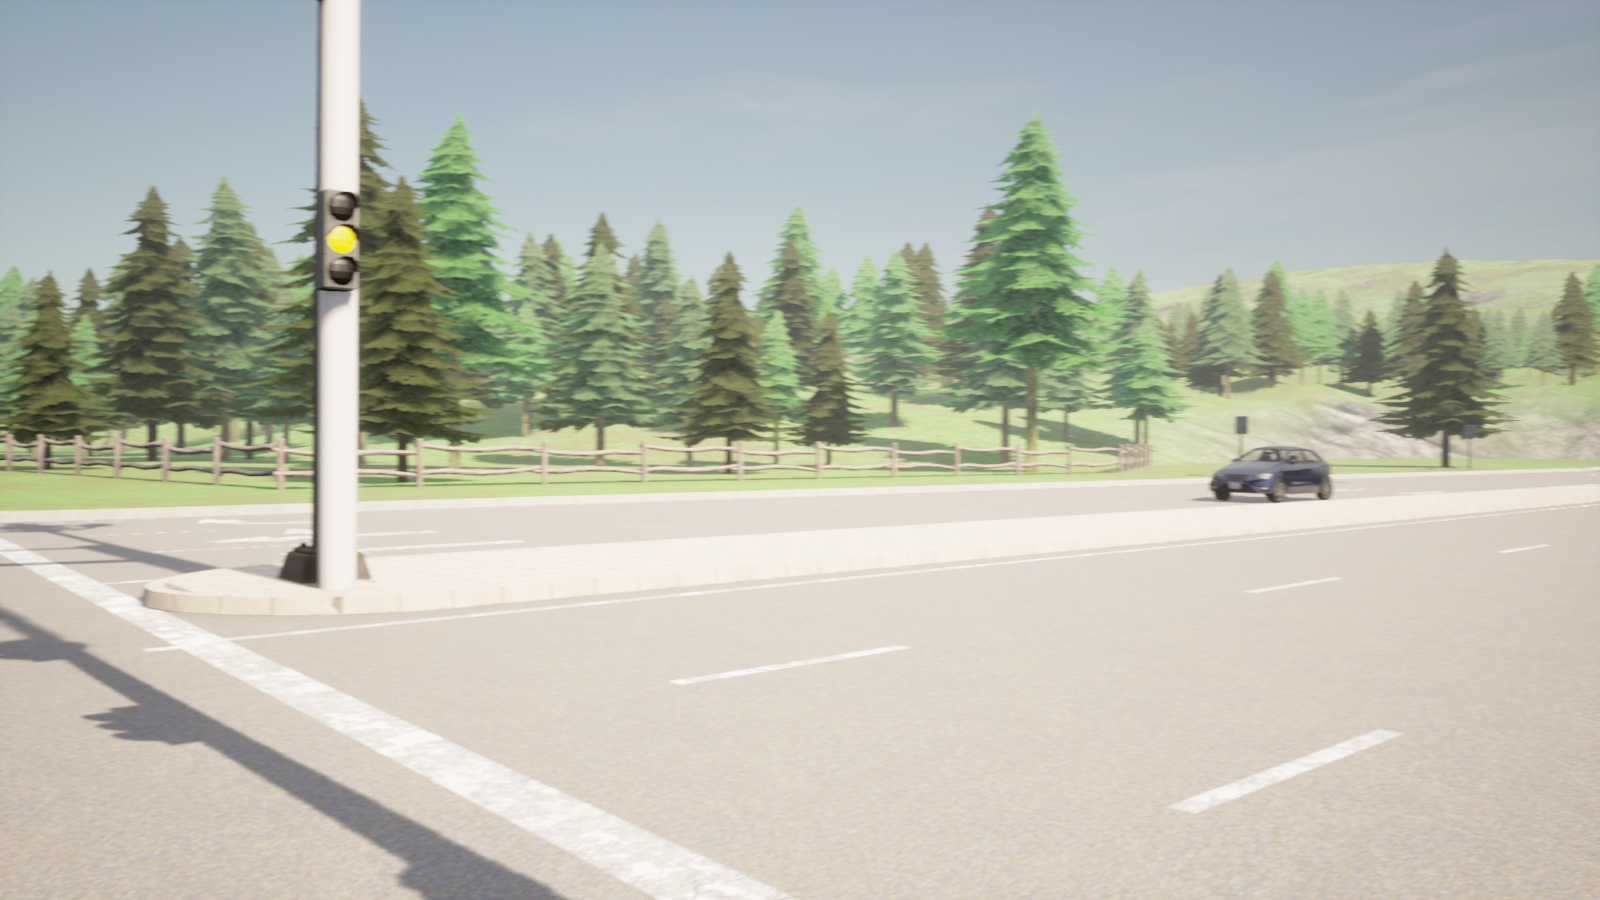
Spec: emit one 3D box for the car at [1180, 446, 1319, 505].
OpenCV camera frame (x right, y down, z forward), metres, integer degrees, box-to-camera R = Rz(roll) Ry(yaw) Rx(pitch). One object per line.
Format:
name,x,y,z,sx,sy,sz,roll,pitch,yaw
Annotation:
car,12.135,0.647,33.782,4.193,1.474,1.816,0,1,-44
